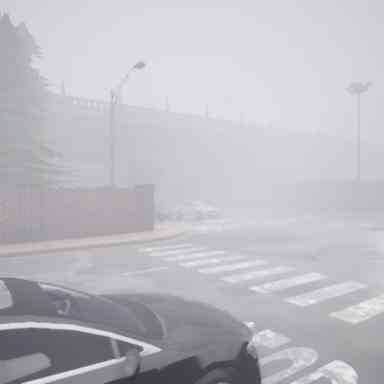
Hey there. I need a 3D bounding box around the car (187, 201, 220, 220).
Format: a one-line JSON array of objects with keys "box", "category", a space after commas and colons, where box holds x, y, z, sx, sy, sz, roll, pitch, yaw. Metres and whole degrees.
[{"box": [0.391, 1.487, 28.407, 1.812, 1.442, 4.674, 0, 0, -36], "category": "car"}]

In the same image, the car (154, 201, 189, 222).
[{"box": [-2.578, 1.582, 26.510, 1.895, 1.301, 4.718, 0, 0, -35], "category": "car"}]

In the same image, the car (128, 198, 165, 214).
[{"box": [-4.986, 1.439, 36.034, 1.882, 1.535, 5.008, 0, 0, -35], "category": "car"}]

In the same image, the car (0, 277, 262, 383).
[{"box": [-1.535, 1.491, 2.595, 4.902, 1.511, 2.128, 0, 0, -36], "category": "car"}]
